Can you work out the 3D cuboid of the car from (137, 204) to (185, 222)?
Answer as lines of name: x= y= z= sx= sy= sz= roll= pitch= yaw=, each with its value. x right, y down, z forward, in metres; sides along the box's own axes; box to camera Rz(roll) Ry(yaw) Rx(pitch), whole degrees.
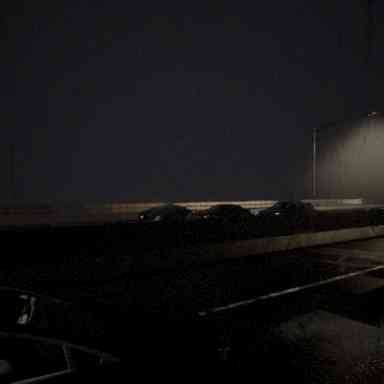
car: x=-1.821 y=1.550 z=24.121 sx=4.181 sy=1.385 sz=1.994 roll=0 pitch=0 yaw=-35

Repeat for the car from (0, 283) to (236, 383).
car: x=-1.814 y=1.484 z=2.468 sx=4.902 sy=1.511 sz=2.128 roll=0 pitch=0 yaw=-35

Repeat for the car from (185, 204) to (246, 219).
car: x=2.119 y=1.523 z=22.618 sx=4.674 sy=1.442 sz=1.812 roll=0 pitch=0 yaw=-35

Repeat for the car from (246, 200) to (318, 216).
car: x=5.983 y=1.361 z=21.060 sx=4.553 sy=1.767 sz=2.097 roll=0 pitch=0 yaw=-35
